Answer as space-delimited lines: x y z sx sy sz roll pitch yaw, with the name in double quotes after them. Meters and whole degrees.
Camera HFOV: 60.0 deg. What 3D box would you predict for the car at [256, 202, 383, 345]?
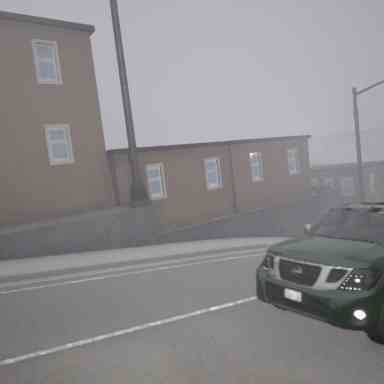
3.798 1.242 6.719 5.566 2.045 2.150 0 0 -36 "car"
